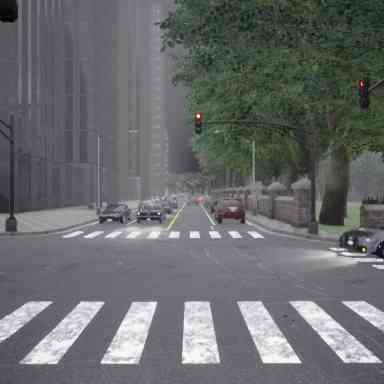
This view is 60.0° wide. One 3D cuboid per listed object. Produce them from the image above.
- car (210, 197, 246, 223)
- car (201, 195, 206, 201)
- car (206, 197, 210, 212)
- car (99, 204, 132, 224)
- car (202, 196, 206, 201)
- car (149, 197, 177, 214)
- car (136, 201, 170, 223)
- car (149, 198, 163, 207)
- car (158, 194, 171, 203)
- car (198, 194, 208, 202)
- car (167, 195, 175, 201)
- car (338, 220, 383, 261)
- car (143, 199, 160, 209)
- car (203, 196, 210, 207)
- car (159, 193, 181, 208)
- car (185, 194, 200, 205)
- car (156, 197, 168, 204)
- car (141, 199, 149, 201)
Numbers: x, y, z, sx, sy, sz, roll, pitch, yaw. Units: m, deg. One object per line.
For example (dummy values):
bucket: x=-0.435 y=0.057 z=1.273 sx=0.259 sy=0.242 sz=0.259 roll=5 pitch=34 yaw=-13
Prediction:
car: x=2.808 y=1.325 z=25.211 sx=2.192 sy=1.841 sz=5.009 roll=0 pitch=0 yaw=0
car: x=2.857 y=1.480 z=52.493 sx=1.967 sy=1.590 sz=4.097 roll=0 pitch=0 yaw=0
car: x=2.828 y=1.588 z=36.123 sx=1.947 sy=1.339 sz=4.313 roll=0 pitch=0 yaw=0
car: x=-5.717 y=1.576 z=25.217 sx=1.947 sy=1.339 sz=4.313 roll=0 pitch=0 yaw=0
car: x=2.847 y=1.585 z=47.036 sx=2.008 sy=1.369 sz=4.403 roll=0 pitch=0 yaw=0
car: x=-3.031 y=1.569 z=35.476 sx=2.033 sy=1.411 sz=5.357 roll=0 pitch=0 yaw=1
car: x=-3.053 y=1.612 z=25.659 sx=1.895 sy=1.301 sz=4.718 roll=0 pitch=0 yaw=0
car: x=-5.668 y=1.622 z=52.502 sx=1.802 sy=1.307 sz=4.206 roll=0 pitch=0 yaw=0
car: x=-5.638 y=1.374 z=68.873 sx=2.192 sy=1.841 sz=5.009 roll=0 pitch=0 yaw=0
car: x=2.524 y=1.424 z=75.837 sx=2.097 sy=1.767 sz=4.553 roll=0 pitch=0 yaw=0
car: x=-5.599 y=1.533 z=90.701 sx=1.967 sy=1.590 sz=4.097 roll=0 pitch=0 yaw=0
car: x=7.856 y=1.747 z=12.687 sx=4.181 sy=1.385 sz=1.994 roll=1 pitch=0 yaw=-9
car: x=-5.678 y=1.616 z=47.045 sx=1.802 sy=1.307 sz=4.206 roll=0 pitch=0 yaw=0
car: x=2.838 y=1.579 z=41.579 sx=2.008 sy=1.369 sz=4.403 roll=0 pitch=0 yaw=0
car: x=-3.006 y=1.385 z=45.752 sx=2.097 sy=1.767 sz=4.553 roll=0 pitch=0 yaw=0
car: x=0.211 y=1.595 z=59.323 sx=2.033 sy=1.411 sz=5.357 roll=0 pitch=0 yaw=0
car: x=-5.648 y=1.634 z=63.416 sx=1.802 sy=1.307 sz=4.206 roll=0 pitch=0 yaw=0
car: x=-5.688 y=1.579 z=41.587 sx=2.008 sy=1.369 sz=4.403 roll=0 pitch=0 yaw=0
